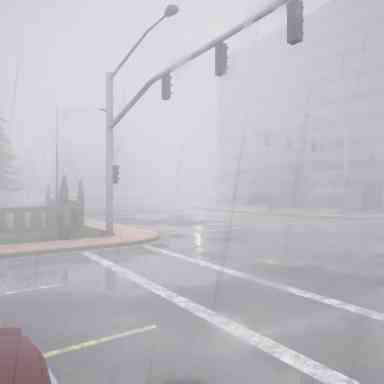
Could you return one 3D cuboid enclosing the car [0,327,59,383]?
[{"bbox_3d":[-3.096,1.601,1.571,4.718,1.301,1.895,0,0,-35],"label":"car"}]
